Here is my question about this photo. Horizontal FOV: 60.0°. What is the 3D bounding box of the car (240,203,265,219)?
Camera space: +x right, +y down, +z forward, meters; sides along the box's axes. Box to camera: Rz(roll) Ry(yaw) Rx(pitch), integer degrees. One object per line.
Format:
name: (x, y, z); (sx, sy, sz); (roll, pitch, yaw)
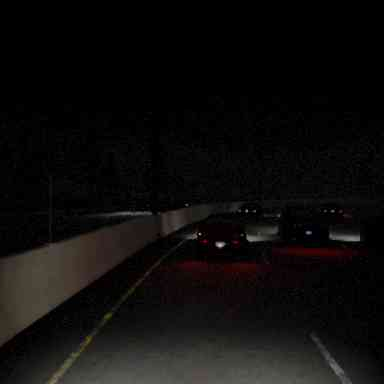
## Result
car: (5.535, 1.689, 30.861); (2.033, 1.411, 5.357); (0, 0, 19)

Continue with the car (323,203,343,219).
car: (13.003, 1.709, 30.923); (2.033, 1.411, 5.357); (0, 0, 21)

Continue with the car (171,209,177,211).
car: (-1.924, 1.709, 41.056); (2.033, 1.411, 5.357); (0, 0, 24)

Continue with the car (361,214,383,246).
car: (8.324, 1.582, 13.206); (1.837, 1.490, 4.892); (0, 0, 9)

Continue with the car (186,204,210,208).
car: (0.784, 1.510, 38.289); (2.097, 1.767, 4.553); (0, 0, 23)

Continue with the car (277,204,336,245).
car: (5.297, 1.559, 16.290); (1.882, 1.535, 5.008); (0, 0, 10)

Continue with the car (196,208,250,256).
car: (1.279, 1.584, 13.397); (1.812, 1.442, 4.674); (0, 0, 8)
